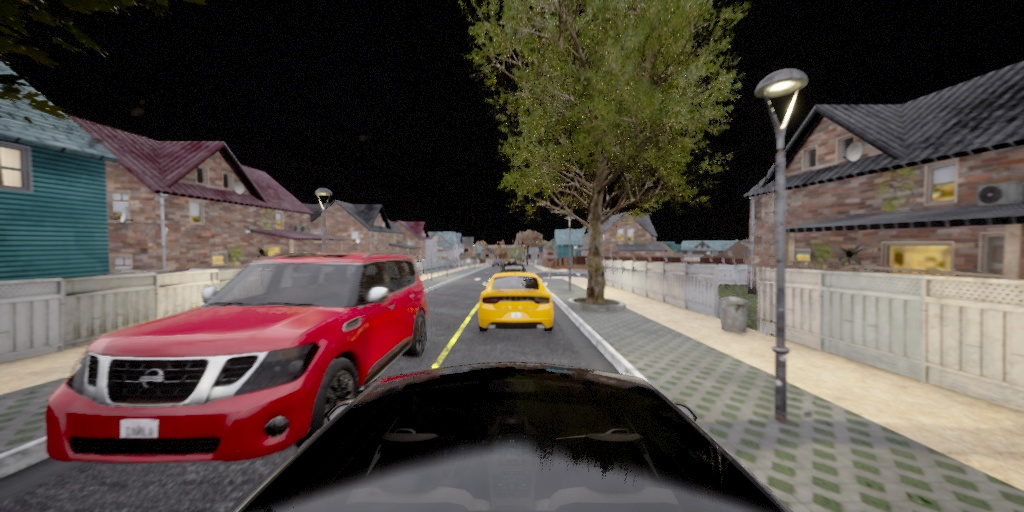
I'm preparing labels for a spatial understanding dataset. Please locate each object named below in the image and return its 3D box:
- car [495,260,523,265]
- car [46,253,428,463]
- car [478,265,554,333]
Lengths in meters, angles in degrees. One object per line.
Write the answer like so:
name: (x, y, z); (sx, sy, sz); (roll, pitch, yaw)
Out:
car: (0.098, 1.226, 22.988); (1.837, 1.490, 4.892); (0, 0, 0)
car: (-2.848, 0.961, 5.502); (2.150, 2.045, 5.566); (0, 0, 0)
car: (0.096, 1.206, 10.745); (1.882, 1.535, 5.008); (0, 0, 0)
